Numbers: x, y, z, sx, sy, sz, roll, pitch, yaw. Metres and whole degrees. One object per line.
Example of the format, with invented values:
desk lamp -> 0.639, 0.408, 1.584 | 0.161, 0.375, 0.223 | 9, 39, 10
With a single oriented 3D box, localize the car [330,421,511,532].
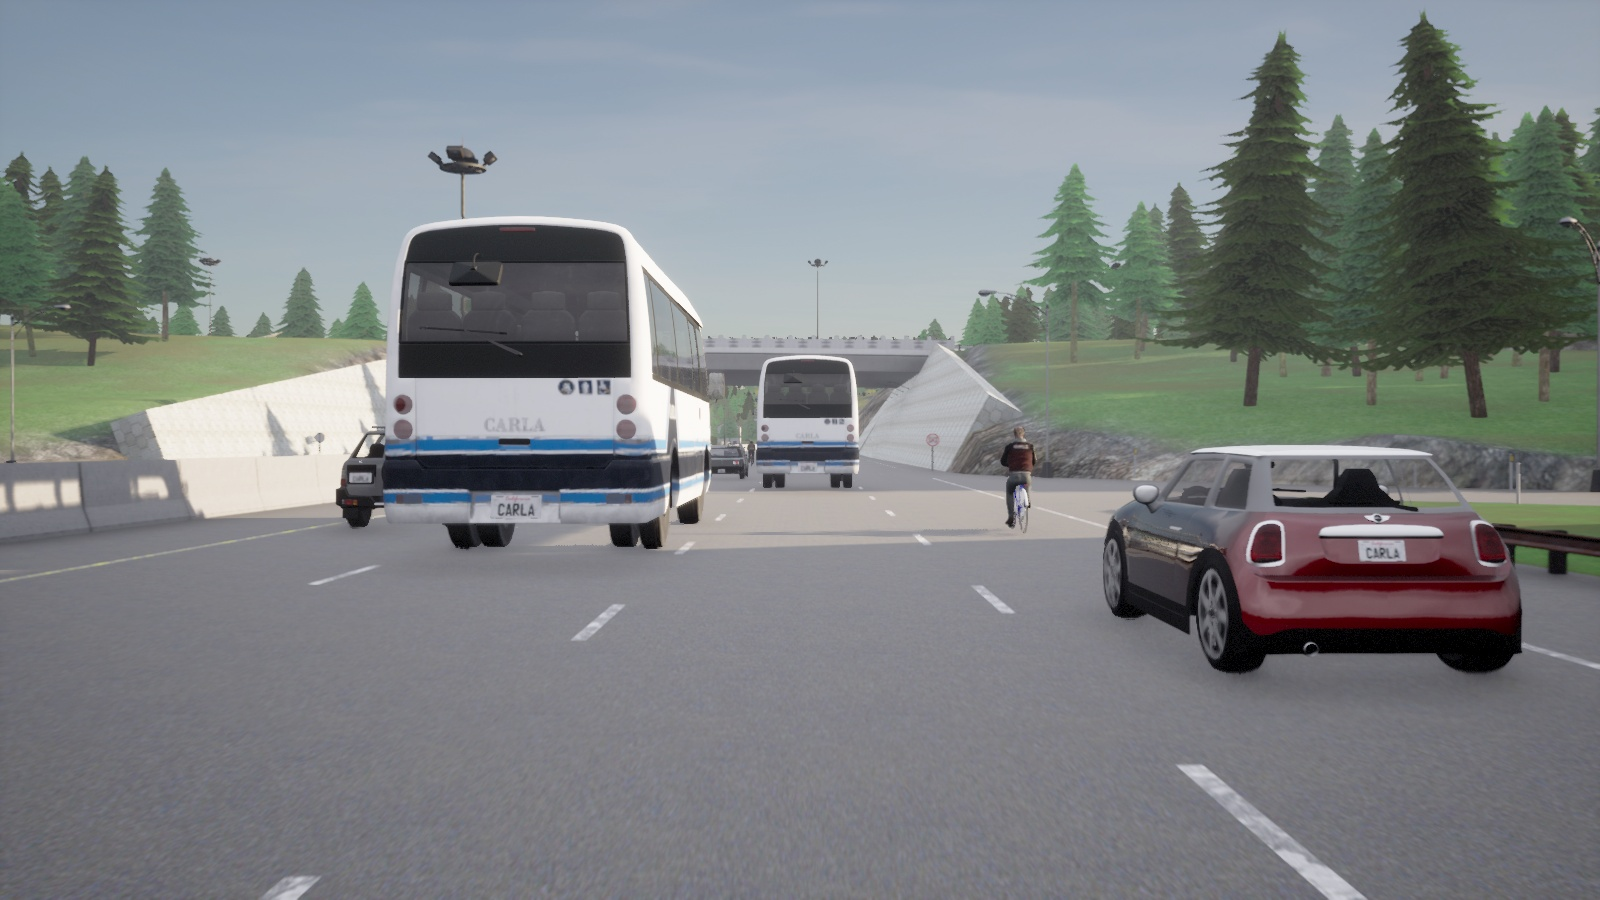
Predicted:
car -> -6.853, 0.427, 23.212 | 1.932, 1.855, 4.605 | 0, 0, 0

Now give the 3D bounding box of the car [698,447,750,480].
car -> -3.181, 0.544, 53.355 | 1.895, 1.301, 4.718 | 0, 0, 0

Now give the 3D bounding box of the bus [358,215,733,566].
bus -> -3.368, -0.747, 20.377 | 3.944, 4.253, 10.273 | 0, 0, 0

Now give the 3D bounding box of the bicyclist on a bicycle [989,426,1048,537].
bicyclist on a bicycle -> 3.635, 0.502, 21.017 | 0.659, 1.776, 1.843 | 0, 1, 0

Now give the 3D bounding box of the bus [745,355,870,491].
bus -> 0.271, -0.881, 44.656 | 3.944, 4.253, 10.273 | 0, 0, 0

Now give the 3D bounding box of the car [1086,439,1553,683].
car -> 3.570, 0.661, 9.497 | 1.970, 1.475, 3.806 | 0, 0, 0
